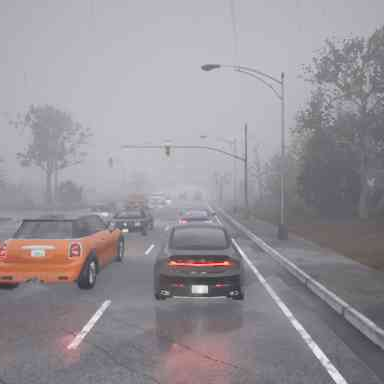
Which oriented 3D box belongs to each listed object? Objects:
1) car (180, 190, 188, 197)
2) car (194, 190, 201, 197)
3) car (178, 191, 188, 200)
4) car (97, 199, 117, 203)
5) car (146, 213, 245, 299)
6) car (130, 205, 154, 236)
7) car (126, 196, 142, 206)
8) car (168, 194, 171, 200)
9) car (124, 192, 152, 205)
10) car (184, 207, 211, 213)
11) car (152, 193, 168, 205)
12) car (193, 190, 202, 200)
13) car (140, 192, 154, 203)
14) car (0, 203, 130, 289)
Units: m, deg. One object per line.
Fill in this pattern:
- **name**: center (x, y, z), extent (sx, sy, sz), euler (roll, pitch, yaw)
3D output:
- **car**: center (-2.015, 0.341, 85.657), extent (1.812, 1.442, 4.674), euler (0, 3, 1)
- **car**: center (1.485, 0.316, 85.587), extent (1.837, 1.490, 4.892), euler (0, 3, 1)
- **car**: center (-2.218, 1.013, 75.239), extent (1.837, 1.490, 4.892), euler (0, 3, 1)
- **car**: center (-10.036, 1.547, 38.514), extent (2.033, 1.411, 5.357), euler (0, 0, 1)
- **car**: center (0.164, 1.505, 8.410), extent (1.837, 1.490, 4.892), euler (0, 0, 1)
- **car**: center (-3.242, 1.601, 18.437), extent (1.895, 1.301, 4.718), euler (0, 0, 0)
- **car**: center (-9.680, 1.507, 56.055), extent (1.837, 1.490, 4.892), euler (0, -1, 1)
- **car**: center (-5.728, 1.104, 74.743), extent (1.994, 1.385, 4.181), euler (0, 3, 1)
- **car**: center (-6.519, 1.221, 39.316), extent (2.150, 2.045, 5.566), euler (0, 0, 1)
- **car**: center (0.260, 1.526, 17.484), extent (1.812, 1.442, 4.674), euler (0, 0, 3)
- **car**: center (-6.112, 1.218, 59.164), extent (2.150, 2.045, 5.566), euler (0, 0, 1)
- **car**: center (1.281, 1.053, 75.173), extent (2.033, 1.411, 5.357), euler (0, 3, 1)
- **car**: center (-9.339, 1.042, 69.100), extent (2.150, 2.045, 5.566), euler (0, 1, 1)
- **car**: center (-3.325, 1.352, 9.351), extent (2.097, 1.767, 4.553), euler (0, 0, 1)
